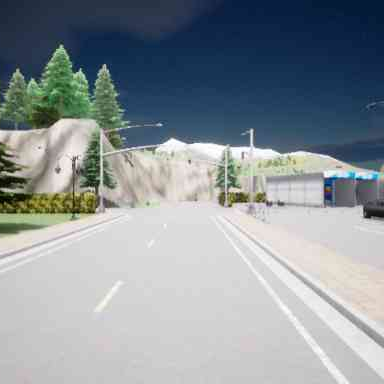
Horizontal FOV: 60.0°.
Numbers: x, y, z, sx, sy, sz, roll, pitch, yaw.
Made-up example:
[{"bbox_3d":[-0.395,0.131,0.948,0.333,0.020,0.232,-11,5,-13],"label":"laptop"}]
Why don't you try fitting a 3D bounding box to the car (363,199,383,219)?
[{"bbox_3d":[14.203,1.308,24.074,2.007,1.523,4.514,0,0,0],"label":"car"}]
